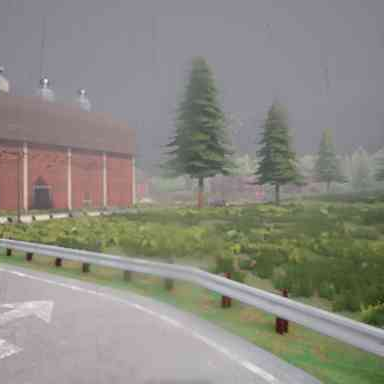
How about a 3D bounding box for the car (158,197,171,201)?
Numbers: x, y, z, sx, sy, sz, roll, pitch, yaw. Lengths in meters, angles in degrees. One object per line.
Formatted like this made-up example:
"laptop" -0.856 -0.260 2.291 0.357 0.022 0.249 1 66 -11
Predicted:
"car" -7.390 2.054 87.500 1.816 1.474 4.193 -1 0 36
